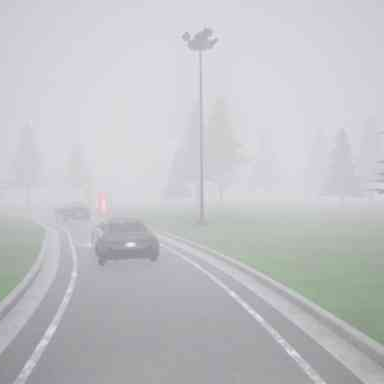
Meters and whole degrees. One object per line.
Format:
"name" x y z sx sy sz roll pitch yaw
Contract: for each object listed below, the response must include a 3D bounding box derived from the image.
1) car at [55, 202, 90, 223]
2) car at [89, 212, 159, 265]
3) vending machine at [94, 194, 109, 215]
"car" -9.539 1.524 26.370 1.882 1.535 5.008 0 0 -32
"car" -2.512 1.568 12.009 1.994 1.385 4.181 -1 0 -19
"vending machine" -8.965 1.225 32.935 1.100 2.100 0.880 -1 0 -38
